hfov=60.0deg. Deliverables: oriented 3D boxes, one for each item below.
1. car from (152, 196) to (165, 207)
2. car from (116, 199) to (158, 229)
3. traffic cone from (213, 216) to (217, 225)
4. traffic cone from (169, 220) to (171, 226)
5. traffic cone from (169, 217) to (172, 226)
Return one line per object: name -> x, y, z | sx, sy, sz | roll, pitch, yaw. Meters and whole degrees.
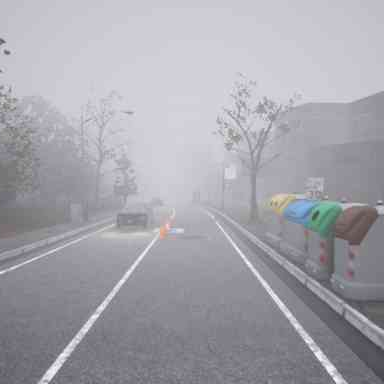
car -> -5.192, 1.439, 49.629 | 1.837, 1.490, 4.892 | -1, 0, -9
car -> -3.593, 1.432, 21.672 | 1.882, 1.535, 5.008 | 0, 0, 0
traffic cone -> 1.505, 1.910, 22.069 | 0.340, 0.580, 0.340 | 0, 0, 6
traffic cone -> -1.458, 1.918, 17.949 | 0.340, 0.580, 0.340 | 0, 0, 0
traffic cone -> -1.455, 1.914, 19.950 | 0.340, 0.580, 0.340 | 0, 0, 0
